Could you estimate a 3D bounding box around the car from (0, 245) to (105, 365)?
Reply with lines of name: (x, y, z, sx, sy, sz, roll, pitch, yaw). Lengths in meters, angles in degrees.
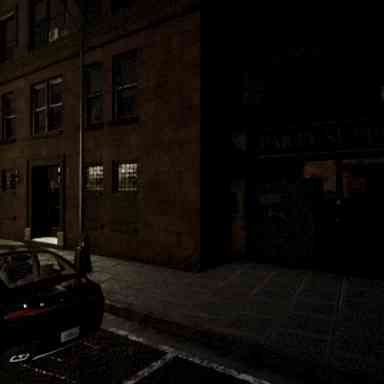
car: (-3.298, 1.549, 5.448, 4.403, 1.369, 2.008, 0, 0, 36)
